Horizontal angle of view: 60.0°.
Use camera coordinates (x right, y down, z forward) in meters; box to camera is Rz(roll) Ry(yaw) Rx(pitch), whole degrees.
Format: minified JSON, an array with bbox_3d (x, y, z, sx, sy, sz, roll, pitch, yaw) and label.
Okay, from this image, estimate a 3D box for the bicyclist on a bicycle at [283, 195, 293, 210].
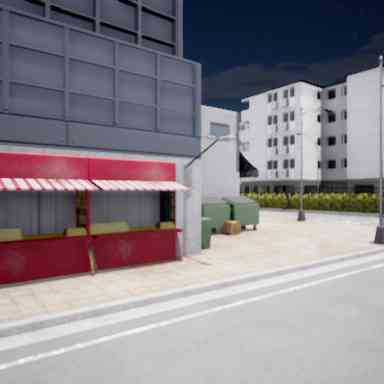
[{"bbox_3d":[10.136,1.098,35.184,1.656,1.620,0.582,0,0,-37],"label":"bicyclist on a bicycle"}]
